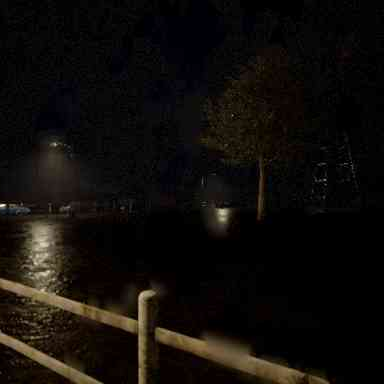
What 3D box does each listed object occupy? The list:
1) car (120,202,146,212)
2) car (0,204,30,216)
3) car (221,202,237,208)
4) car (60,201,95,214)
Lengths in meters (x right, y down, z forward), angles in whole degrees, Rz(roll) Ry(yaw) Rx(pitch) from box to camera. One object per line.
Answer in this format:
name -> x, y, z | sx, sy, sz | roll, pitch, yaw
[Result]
car -> -9.197, 2.316, 52.257 | 1.812, 1.442, 4.674 | -2, -2, 36
car -> -20.675, 2.007, 36.311 | 2.033, 1.411, 5.357 | -2, -2, 35
car -> 7.727, 2.677, 69.481 | 1.994, 1.385, 4.181 | -2, -2, 36
car -> -15.136, 1.969, 44.016 | 2.097, 1.767, 4.553 | -2, -2, 36
